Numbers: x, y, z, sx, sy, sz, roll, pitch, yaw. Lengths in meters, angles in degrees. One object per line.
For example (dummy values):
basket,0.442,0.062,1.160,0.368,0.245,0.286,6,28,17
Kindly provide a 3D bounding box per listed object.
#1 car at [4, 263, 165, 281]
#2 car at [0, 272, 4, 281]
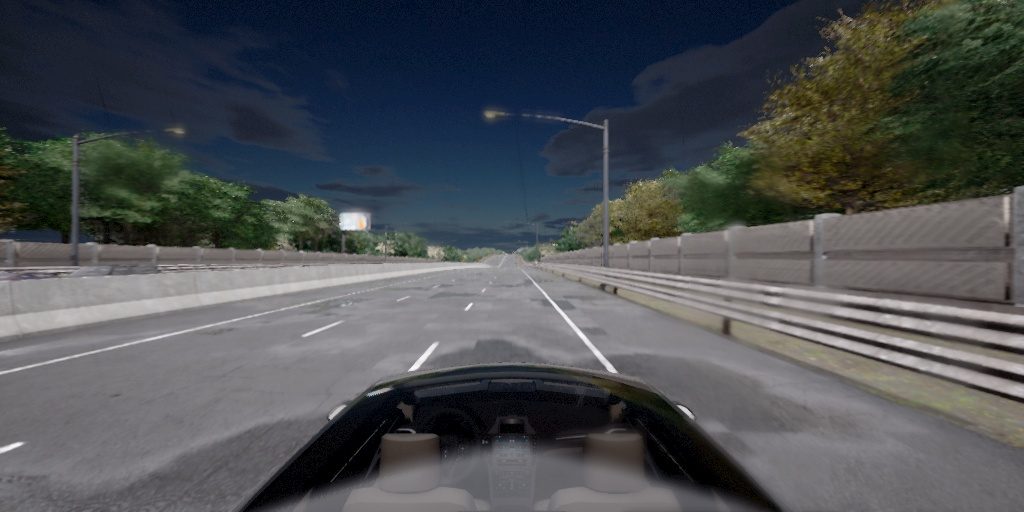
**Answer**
car,-17.542,1.143,15.457,2.097,1.767,4.553,0,0,1
car,-21.046,1.355,15.082,1.994,1.385,4.181,0,0,0
